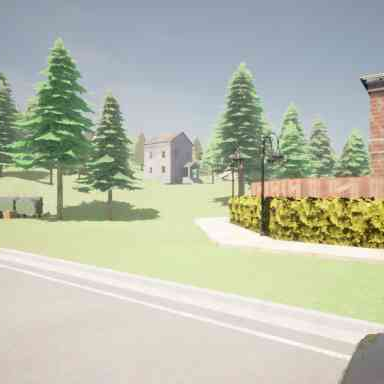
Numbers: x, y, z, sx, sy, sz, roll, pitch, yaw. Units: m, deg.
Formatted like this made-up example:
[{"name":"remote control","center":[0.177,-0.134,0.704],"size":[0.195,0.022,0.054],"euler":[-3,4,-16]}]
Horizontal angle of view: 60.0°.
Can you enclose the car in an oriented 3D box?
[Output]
[{"name":"car","center":[3.497,1.548,1.486],"size":[5.357,1.411,2.033],"euler":[0,0,36]}]
